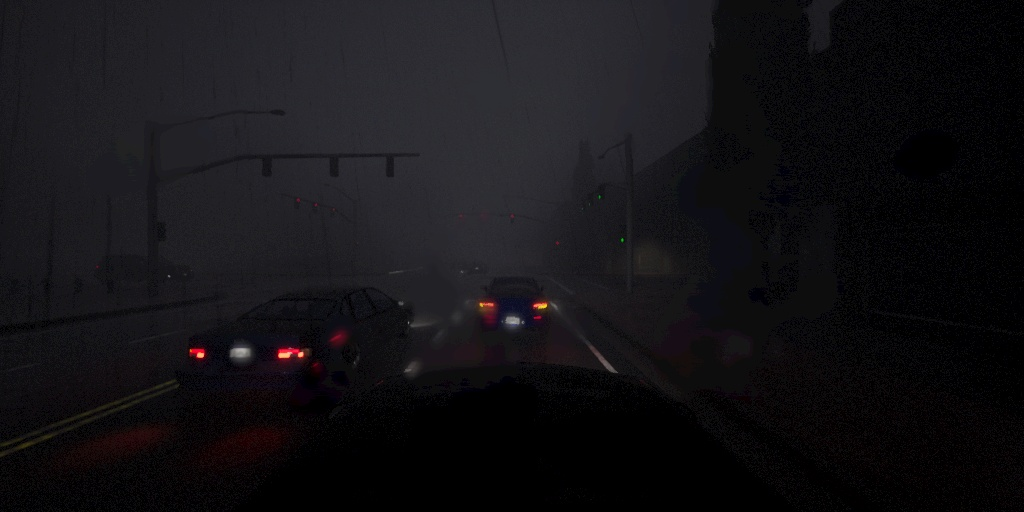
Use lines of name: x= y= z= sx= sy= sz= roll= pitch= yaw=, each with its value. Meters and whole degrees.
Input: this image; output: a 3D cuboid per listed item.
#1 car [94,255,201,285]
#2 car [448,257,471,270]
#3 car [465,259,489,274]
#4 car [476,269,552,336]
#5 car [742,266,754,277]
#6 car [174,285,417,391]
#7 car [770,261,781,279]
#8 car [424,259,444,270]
car: x=-25.860 y=0.950 z=25.318 sx=5.566 sy=2.045 sz=2.150 roll=0 pitch=0 yaw=0
car: x=-7.278 y=1.199 z=50.036 sx=2.128 sy=1.511 sz=4.902 roll=0 pitch=0 yaw=1
car: x=-3.677 y=1.280 z=39.678 sx=1.994 sy=1.385 sz=4.181 roll=0 pitch=0 yaw=0
car: x=0.054 y=1.268 z=10.200 sx=1.812 sy=1.442 sz=4.674 roll=0 pitch=0 yaw=0
car: x=24.124 y=1.213 z=33.366 sx=4.902 sy=1.511 sz=2.128 roll=0 pitch=0 yaw=0
car: x=-3.451 y=1.293 z=7.098 sx=2.033 sy=1.411 sz=5.357 roll=0 pitch=0 yaw=0
car: x=23.959 y=1.229 z=29.867 sx=4.892 sy=1.490 sz=1.837 roll=0 pitch=0 yaw=0
car: x=-10.780 y=1.185 z=49.936 sx=1.882 sy=1.535 sz=5.008 roll=0 pitch=0 yaw=1
